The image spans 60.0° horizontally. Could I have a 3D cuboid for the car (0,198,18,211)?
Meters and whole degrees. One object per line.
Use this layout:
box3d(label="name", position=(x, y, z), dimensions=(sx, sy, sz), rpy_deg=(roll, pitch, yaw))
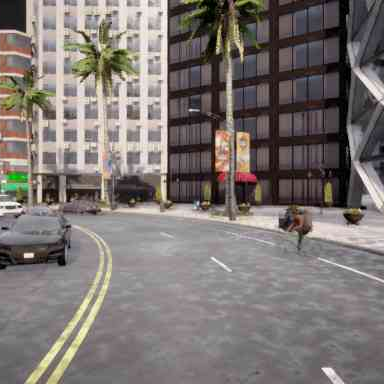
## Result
box3d(label="car", position=(-23.673, 1.526, 40.649), dimensions=(4.674, 1.442, 1.812), rpy_deg=(0, 0, 24))

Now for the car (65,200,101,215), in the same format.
box3d(label="car", position=(-11.320, 1.546, 33.334), dimensions=(5.357, 1.411, 2.033), rpy_deg=(0, 0, 39))

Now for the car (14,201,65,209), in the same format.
box3d(label="car", position=(-9.575, 1.526, 20.645), dimensions=(1.812, 1.442, 4.674), rpy_deg=(0, 0, -35))

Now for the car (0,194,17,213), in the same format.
box3d(label="car", position=(-16.602, 1.221, 28.428), dimensions=(5.566, 2.045, 2.150), rpy_deg=(0, 0, 39))

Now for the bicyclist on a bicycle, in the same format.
box3d(label="bicyclist on a bicycle", position=(3.577, 1.447, 11.126), dimensions=(1.656, 1.620, 0.582), rpy_deg=(0, 0, -12))

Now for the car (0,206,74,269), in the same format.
box3d(label="car", position=(-5.267, 1.478, 11.543), dimensions=(1.882, 1.535, 5.008), rpy_deg=(0, 0, -18))
